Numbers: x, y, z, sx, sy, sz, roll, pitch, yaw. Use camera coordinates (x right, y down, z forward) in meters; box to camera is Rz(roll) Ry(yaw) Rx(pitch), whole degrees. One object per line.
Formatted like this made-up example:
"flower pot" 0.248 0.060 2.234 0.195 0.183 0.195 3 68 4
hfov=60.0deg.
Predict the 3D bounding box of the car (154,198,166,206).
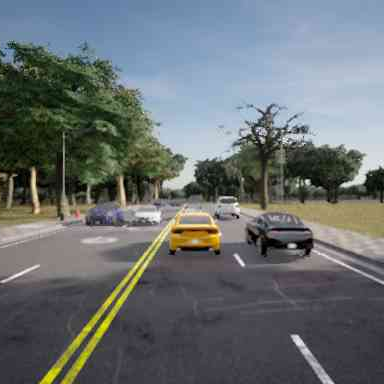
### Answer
"car" -6.458 2.070 66.289 2.097 1.767 4.553 0 -1 0

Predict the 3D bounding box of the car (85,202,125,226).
"car" -6.580 1.572 25.467 2.097 1.767 4.553 0 -1 0

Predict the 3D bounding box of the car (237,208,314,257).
"car" 3.353 1.604 13.527 2.128 1.511 4.902 0 0 0

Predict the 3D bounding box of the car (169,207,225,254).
"car" 0.106 1.593 14.057 1.882 1.535 5.008 0 -1 0

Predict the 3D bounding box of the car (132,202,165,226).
"car" -3.331 1.744 25.266 1.812 1.442 4.674 0 -1 0

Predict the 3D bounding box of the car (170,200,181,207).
"car" -3.207 2.273 66.249 1.994 1.385 4.181 0 -1 0

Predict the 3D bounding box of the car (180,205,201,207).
"car" 0.124 1.898 32.631 1.895 1.301 4.718 0 -1 0

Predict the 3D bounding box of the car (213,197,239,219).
"car" 3.375 1.525 33.138 2.150 2.045 5.566 0 -1 0
